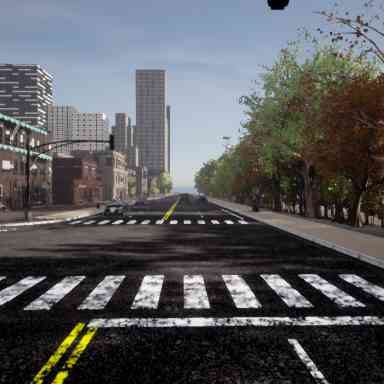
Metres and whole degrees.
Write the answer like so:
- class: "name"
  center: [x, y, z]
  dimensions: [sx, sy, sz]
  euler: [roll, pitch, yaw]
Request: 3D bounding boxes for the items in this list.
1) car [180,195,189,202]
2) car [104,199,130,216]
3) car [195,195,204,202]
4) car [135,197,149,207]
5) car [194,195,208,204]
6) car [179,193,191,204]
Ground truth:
- class: "car"
  center: [-1.703, 1.447, 74.225]
  dimensions: [1.882, 1.535, 5.008]
  euler: [0, 0, -1]
- class: "car"
  center: [-7.365, 1.481, 33.056]
  dimensions: [2.128, 1.511, 4.902]
  euler: [0, 0, -1]
- class: "car"
  center: [1.555, 1.471, 72.970]
  dimensions: [1.837, 1.490, 4.892]
  euler: [0, 0, -1]
- class: "car"
  center: [-7.810, 1.528, 52.336]
  dimensions: [2.033, 1.411, 5.357]
  euler: [0, 0, -1]
- class: "car"
  center: [1.891, 1.454, 62.864]
  dimensions: [1.882, 1.535, 5.008]
  euler: [0, 0, -1]
- class: "car"
  center: [-1.376, 1.197, 63.643]
  dimensions: [2.150, 2.045, 5.566]
  euler: [0, 0, -1]
